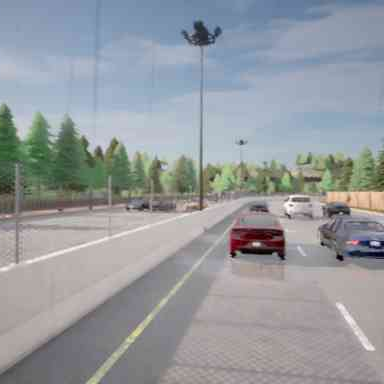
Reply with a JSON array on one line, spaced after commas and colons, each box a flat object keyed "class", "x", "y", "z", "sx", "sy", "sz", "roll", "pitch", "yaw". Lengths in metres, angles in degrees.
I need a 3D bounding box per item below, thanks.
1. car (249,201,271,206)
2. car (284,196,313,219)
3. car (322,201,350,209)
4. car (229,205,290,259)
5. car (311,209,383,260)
[{"class": "car", "x": 6.666, "y": 1.614, "z": 32.830, "sx": 1.837, "sy": 1.490, "sz": 4.892, "roll": 0, "pitch": 0, "yaw": 12}, {"class": "car", "x": 9.896, "y": 1.343, "z": 31.150, "sx": 2.150, "sy": 2.045, "sz": 5.566, "roll": 0, "pitch": 0, "yaw": 12}, {"class": "car", "x": 13.509, "y": 1.645, "z": 31.357, "sx": 1.837, "sy": 1.490, "sz": 4.892, "roll": 0, "pitch": 0, "yaw": 12}, {"class": "car", "x": 2.574, "y": 1.520, "z": 13.041, "sx": 1.882, "sy": 1.535, "sz": 5.008, "roll": 0, "pitch": 0, "yaw": 12}, {"class": "car", "x": 6.033, "y": 1.607, "z": 12.472, "sx": 2.033, "sy": 1.411, "sz": 5.357, "roll": 0, "pitch": 0, "yaw": 12}]
